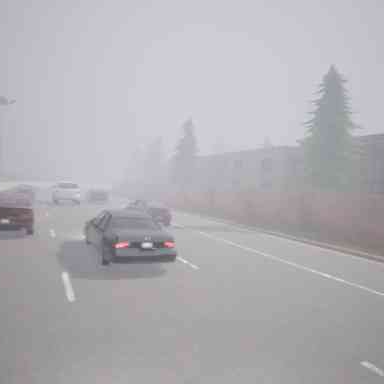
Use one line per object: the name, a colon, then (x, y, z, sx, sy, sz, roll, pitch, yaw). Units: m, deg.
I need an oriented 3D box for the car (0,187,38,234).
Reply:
car: (-7.641, 0.780, 14.006, 1.882, 1.535, 5.008, 4, 1, -25)

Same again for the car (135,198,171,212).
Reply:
car: (-2.672, 1.110, 19.878, 1.812, 1.442, 4.674, 4, 1, -25)

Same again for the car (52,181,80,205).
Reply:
car: (-11.919, 0.027, 31.460, 2.150, 2.045, 5.566, 4, 1, -25)

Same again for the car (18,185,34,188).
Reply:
car: (-16.520, -0.011, 33.022, 1.812, 1.442, 4.674, 4, 1, -25)

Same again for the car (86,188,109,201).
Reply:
car: (-10.438, 0.329, 36.514, 1.882, 1.535, 5.008, 4, 1, -25)

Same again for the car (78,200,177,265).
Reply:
car: (-2.185, 1.272, 10.568, 2.033, 1.411, 5.357, 4, 1, -25)
